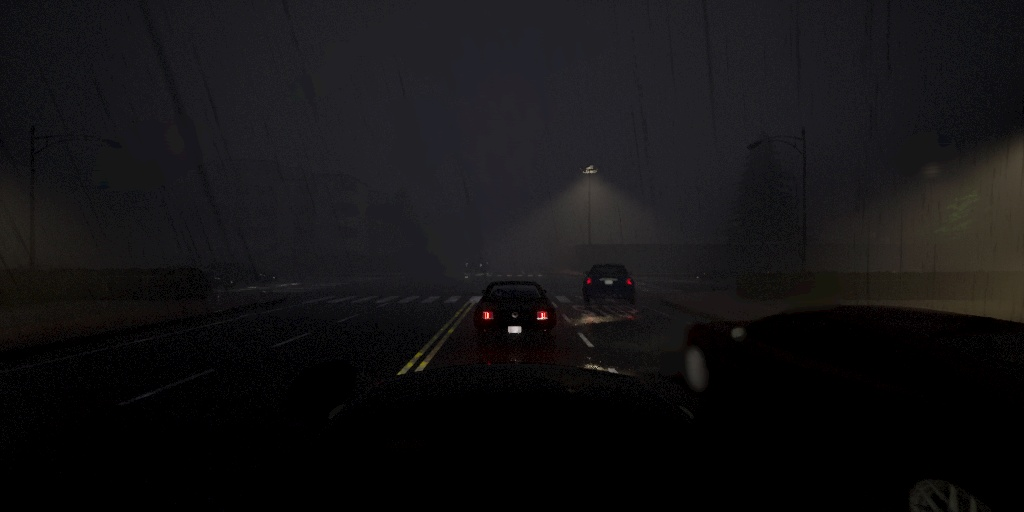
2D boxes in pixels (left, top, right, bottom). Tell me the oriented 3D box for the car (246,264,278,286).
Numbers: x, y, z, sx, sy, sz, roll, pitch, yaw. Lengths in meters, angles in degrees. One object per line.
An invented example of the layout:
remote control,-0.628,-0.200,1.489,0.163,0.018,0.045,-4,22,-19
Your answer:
car,-19.033,1.253,24.936,4.892,1.490,1.837,0,0,-2

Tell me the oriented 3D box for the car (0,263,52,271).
car,-31.066,1.277,21.355,4.674,1.442,1.812,1,0,0

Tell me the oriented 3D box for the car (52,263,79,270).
car,-31.650,1.254,24.851,4.892,1.490,1.837,0,0,0

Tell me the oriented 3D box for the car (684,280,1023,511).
car,3.598,1.228,3.569,1.882,1.535,5.008,0,0,0

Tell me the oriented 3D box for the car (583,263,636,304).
car,4.479,1.101,16.541,2.097,1.767,4.553,0,0,15

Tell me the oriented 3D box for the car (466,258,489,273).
car,-4.290,1.085,43.244,2.097,1.767,4.553,0,0,1

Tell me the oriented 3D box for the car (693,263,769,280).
car,17.411,1.297,28.476,5.357,1.411,2.033,0,0,0

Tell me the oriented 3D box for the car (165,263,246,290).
car,-19.000,1.276,21.380,4.674,1.442,1.812,0,0,0

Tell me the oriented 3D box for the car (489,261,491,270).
car,-4.258,1.085,53.156,2.097,1.767,4.553,0,0,0

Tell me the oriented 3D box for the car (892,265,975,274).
car,33.140,1.351,28.339,4.718,1.301,1.895,0,0,1

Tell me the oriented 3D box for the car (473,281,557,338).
car,0.063,1.351,10.206,1.895,1.301,4.718,0,0,0
